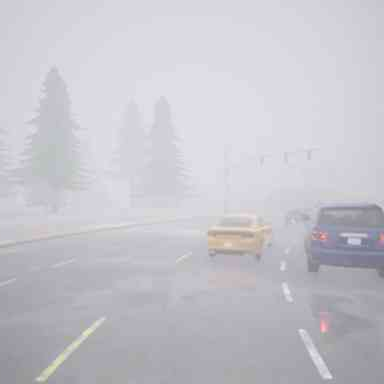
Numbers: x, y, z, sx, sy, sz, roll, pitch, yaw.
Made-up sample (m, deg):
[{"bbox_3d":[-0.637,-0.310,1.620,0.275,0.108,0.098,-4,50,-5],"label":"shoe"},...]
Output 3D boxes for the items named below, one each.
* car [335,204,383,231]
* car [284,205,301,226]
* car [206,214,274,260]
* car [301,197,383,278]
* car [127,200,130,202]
[{"bbox_3d":[11.929,1.709,23.518,1.882,1.535,5.008,-1,-1,41],"label":"car"},{"bbox_3d":[8.643,1.754,25.086,1.837,1.490,4.892,-1,0,41],"label":"car"},{"bbox_3d":[2.063,1.609,13.307,1.882,1.535,5.008,0,0,20],"label":"car"},{"bbox_3d":[4.839,1.333,10.834,2.150,2.045,5.566,0,0,17],"label":"car"},{"bbox_3d":[-11.532,2.213,66.885,1.837,1.490,4.892,1,-1,-40],"label":"car"}]
